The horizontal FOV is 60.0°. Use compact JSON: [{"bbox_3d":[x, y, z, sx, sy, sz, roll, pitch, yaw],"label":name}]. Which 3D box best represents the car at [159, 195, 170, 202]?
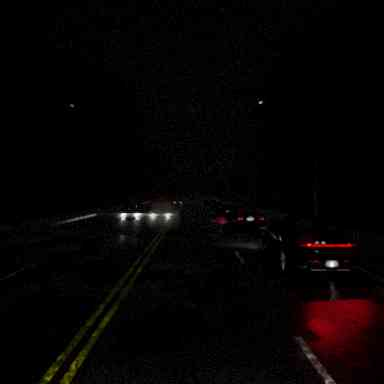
[{"bbox_3d":[-6.497,1.560,78.290,2.128,1.511,4.902,0,0,0],"label":"car"}]

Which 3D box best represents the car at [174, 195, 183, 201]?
[{"bbox_3d":[-3.248,1.534,77.873,1.837,1.490,4.892,0,0,0],"label":"car"}]

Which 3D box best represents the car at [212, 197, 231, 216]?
[{"bbox_3d":[3.251,1.496,31.801,1.812,1.442,4.674,0,0,0],"label":"car"}]

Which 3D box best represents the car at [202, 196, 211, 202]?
[{"bbox_3d":[3.252,1.630,75.834,1.895,1.301,4.718,0,0,0],"label":"car"}]

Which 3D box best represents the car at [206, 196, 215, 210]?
[{"bbox_3d":[3.251,1.540,42.802,1.994,1.385,4.181,0,0,0],"label":"car"}]

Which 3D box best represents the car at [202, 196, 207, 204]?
[{"bbox_3d":[3.252,1.490,53.832,2.163,1.488,4.792,0,0,0],"label":"car"}]

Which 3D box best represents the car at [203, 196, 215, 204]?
[{"bbox_3d":[3.252,1.566,64.803,1.994,1.385,4.181,0,0,0],"label":"car"}]

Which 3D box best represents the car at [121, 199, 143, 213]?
[{"bbox_3d":[-6.593,1.497,37.092,1.812,1.442,4.674,0,0,0],"label":"car"}]

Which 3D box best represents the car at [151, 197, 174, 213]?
[{"bbox_3d":[-3.343,1.449,36.900,1.882,1.535,5.008,0,0,0],"label":"car"}]

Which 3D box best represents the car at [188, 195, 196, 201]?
[{"bbox_3d":[0.003,1.477,84.036,2.033,1.411,5.357,0,0,0],"label":"car"}]

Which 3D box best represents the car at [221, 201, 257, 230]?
[{"bbox_3d":[3.251,1.521,20.801,2.033,1.411,5.357,0,0,0],"label":"car"}]

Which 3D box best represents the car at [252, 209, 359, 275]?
[{"bbox_3d":[3.350,1.488,10.383,1.837,1.490,4.892,0,0,0],"label":"car"}]
